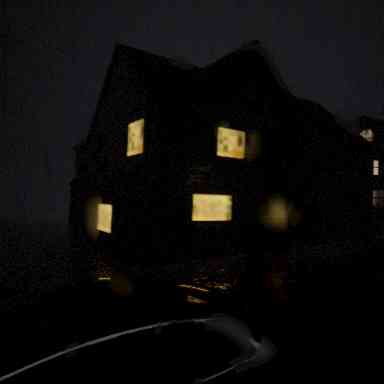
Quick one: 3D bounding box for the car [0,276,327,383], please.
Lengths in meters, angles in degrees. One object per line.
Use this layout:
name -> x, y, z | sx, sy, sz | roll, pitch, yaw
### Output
car -> -1.082, 1.502, 2.224 | 4.892, 1.490, 1.837 | 0, 0, -35
